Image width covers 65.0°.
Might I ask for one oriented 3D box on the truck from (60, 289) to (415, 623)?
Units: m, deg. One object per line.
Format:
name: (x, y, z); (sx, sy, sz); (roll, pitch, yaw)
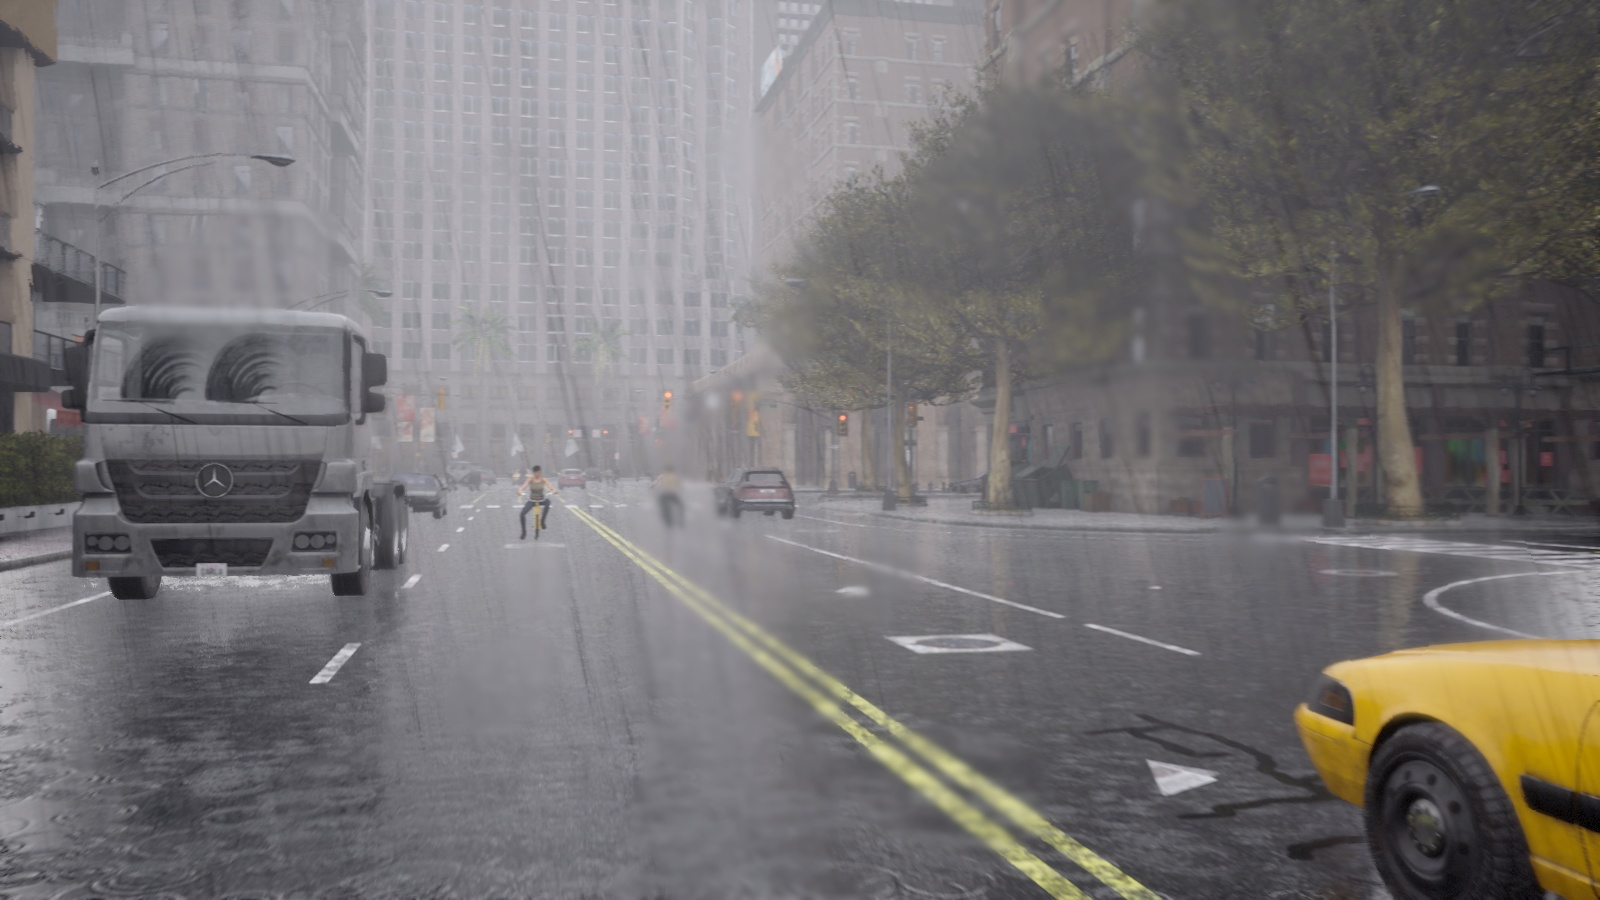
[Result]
truck: (-7.114, 0.117, 17.211); (2.891, 3.462, 7.936); (0, -1, -13)

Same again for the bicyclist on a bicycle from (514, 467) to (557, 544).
bicyclist on a bicycle: (-5.730, 1.178, 27.147); (0.866, 1.612, 1.509); (0, -1, -13)

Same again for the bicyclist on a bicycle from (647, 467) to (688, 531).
bicyclist on a bicycle: (-3.462, 1.250, 32.691); (0.866, 1.612, 1.509); (0, -1, -13)

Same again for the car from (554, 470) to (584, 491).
car: (-16.864, 2.216, 91.663); (1.970, 1.475, 3.806); (0, -1, -13)

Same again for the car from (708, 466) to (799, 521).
car: (-1.553, 1.345, 40.097); (2.033, 1.649, 4.856); (0, -1, -13)

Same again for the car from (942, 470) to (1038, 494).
car: (11.471, 1.938, 75.996); (5.357, 1.411, 2.033); (0, -1, -12)

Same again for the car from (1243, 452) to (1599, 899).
car: (3.313, 0.778, 2.830); (1.801, 1.575, 5.366); (0, -1, -12)

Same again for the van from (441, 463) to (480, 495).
van: (-22.332, 1.894, 82.630); (1.775, 1.987, 4.442); (0, -1, -6)

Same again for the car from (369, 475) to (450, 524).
car: (-12.188, 1.501, 39.514); (2.033, 1.411, 5.357); (0, -1, -13)

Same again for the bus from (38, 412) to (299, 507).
bus: (-29.325, 0.442, 58.926); (10.273, 4.253, 3.944); (0, -1, -12)
